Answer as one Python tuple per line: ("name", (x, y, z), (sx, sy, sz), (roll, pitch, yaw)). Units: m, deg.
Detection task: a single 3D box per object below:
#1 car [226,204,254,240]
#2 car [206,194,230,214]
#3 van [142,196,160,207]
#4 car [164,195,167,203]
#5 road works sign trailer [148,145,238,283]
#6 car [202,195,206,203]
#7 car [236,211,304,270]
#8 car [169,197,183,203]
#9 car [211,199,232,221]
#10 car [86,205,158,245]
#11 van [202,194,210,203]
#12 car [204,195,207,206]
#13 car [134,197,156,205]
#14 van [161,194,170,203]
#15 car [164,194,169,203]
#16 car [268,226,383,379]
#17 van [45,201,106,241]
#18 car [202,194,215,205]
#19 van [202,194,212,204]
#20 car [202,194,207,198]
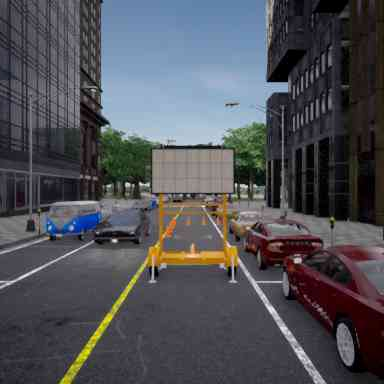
("car", (2.807, 1.526, 16.535), (1.752, 1.417, 4.829), (0, 0, 0))
("car", (2.851, 1.318, 32.678), (2.192, 1.841, 5.009), (0, 0, 0))
("van", (-5.644, 1.348, 43.576), (1.690, 1.788, 3.998), (0, 0, 0))
("car", (-5.614, 1.578, 54.451), (1.947, 1.339, 4.313), (0, 0, 0))
("road works sign trailer", (0.026, 0.464, 9.640), (2.380, 3.560, 2.880), (0, 0, 0))
("car", (2.896, 1.554, 48.990), (1.887, 1.381, 4.507), (0, 0, 0))
("car", (2.792, 1.545, 10.927), (1.887, 1.381, 4.507), (0, 0, 0))
("car", (-2.821, 1.619, 64.857), (1.895, 1.301, 4.718), (0, 0, 0))
("car", (2.837, 1.527, 27.410), (1.752, 1.417, 4.829), (0, 0, 0))
("car", (-3.059, 1.548, 15.783), (2.033, 1.411, 5.357), (0, 0, 0))
("van", (2.956, 1.363, 70.740), (1.690, 1.788, 3.998), (0, 0, 0))
("car", (2.882, 1.532, 43.722), (1.752, 1.417, 4.829), (0, 0, 0))
("car", (-5.659, 1.571, 38.139), (1.947, 1.339, 4.313), (0, 0, 0))
("van", (-5.569, 1.363, 70.764), (1.690, 1.788, 3.998), (0, 0, 0))
("car", (-5.600, 1.540, 59.719), (1.752, 1.417, 4.829), (0, 0, 0))
("car", (2.777, 1.544, 5.490), (1.887, 1.381, 4.507), (0, 0, 0))
("van", (-5.719, 1.342, 16.389), (1.690, 1.788, 3.998), (0, 0, 0))
("car", (2.926, 1.330, 59.866), (2.192, 1.841, 5.009), (0, 0, 0))
("van", (2.941, 1.360, 65.303), (1.690, 1.788, 3.998), (0, 0, 0))
("car", (2.911, 1.452, 54.428), (1.967, 1.590, 4.097), (0, 0, 0))
